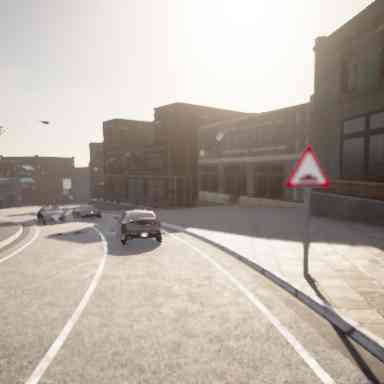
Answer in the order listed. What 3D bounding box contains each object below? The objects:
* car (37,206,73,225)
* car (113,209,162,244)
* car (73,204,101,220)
[{"bbox_3d":[-12.338,1.973,29.166,2.128,1.511,4.902,-3,0,-32],"label":"car"},{"bbox_3d":[-2.718,1.603,16.524,1.837,1.490,4.892,-1,0,-16],"label":"car"},{"bbox_3d":[-10.546,1.944,33.068,1.994,1.385,4.181,-3,0,-33],"label":"car"}]
